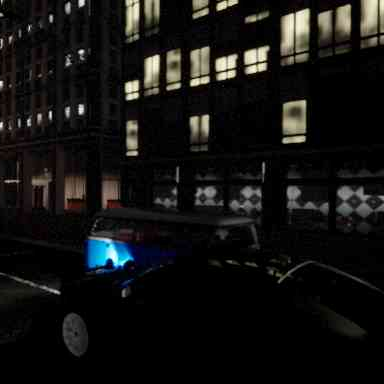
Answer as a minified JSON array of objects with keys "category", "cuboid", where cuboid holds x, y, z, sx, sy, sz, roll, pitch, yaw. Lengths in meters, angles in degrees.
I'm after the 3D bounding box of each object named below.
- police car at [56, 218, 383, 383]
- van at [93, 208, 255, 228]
[{"category":"police car","cuboid":[0.238,1.401,4.193,5.238,1.638,1.930,1,0,36]},{"category":"van","cuboid":[-0.581,1.288,6.991,3.998,1.788,1.690,1,0,36]}]
